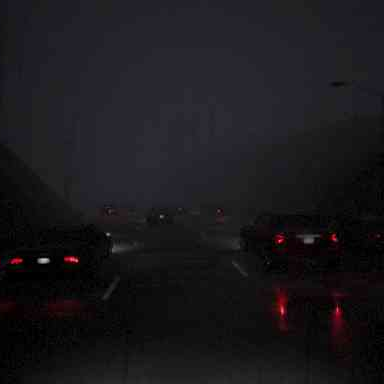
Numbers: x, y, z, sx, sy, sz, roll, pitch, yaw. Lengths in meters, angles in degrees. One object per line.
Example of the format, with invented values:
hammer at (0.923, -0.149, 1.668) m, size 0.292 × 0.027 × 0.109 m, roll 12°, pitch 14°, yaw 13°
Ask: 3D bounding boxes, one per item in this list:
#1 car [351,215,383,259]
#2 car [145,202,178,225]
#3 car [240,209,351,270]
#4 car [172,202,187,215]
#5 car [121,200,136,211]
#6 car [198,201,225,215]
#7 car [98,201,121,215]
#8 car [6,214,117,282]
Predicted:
car at (6.483, 1.575, 12.778) m, size 1.994 × 1.385 × 4.181 m, roll -1°, pitch 0°, yaw -5°
car at (-2.584, 1.768, 26.030) m, size 1.994 × 1.385 × 4.181 m, roll -1°, pitch 0°, yaw -11°
car at (3.076, 1.393, 11.373) m, size 2.097 × 1.767 × 4.553 m, roll -1°, pitch 0°, yaw -5°
car at (-1.922, 1.838, 37.930) m, size 1.994 × 1.385 × 4.181 m, roll 0°, pitch 0°, yaw -17°
car at (-9.554, 1.928, 48.994) m, size 2.128 × 1.511 × 4.902 m, roll 0°, pitch 0°, yaw -22°
car at (2.103, 1.724, 36.642) m, size 1.837 × 1.490 × 4.892 m, roll 0°, pitch -1°, yaw -16°
car at (-9.756, 1.876, 38.851) m, size 1.837 × 1.490 × 4.892 m, roll 0°, pitch -1°, yaw -18°
car at (-3.684, 1.658, 10.189) m, size 2.033 × 1.411 × 5.357 m, roll -1°, pitch 0°, yaw -6°
